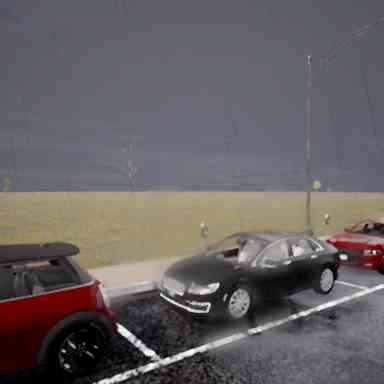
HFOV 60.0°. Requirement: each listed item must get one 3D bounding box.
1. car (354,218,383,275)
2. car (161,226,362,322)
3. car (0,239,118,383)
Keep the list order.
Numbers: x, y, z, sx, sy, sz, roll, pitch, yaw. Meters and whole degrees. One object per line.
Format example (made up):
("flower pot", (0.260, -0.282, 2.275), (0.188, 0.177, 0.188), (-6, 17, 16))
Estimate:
("car", (5.931, 1.512, 10.326), (4.507, 1.381, 1.887), (0, 1, -36))
("car", (1.426, 1.535, 7.109), (4.403, 1.369, 2.008), (0, 1, -36))
("car", (-3.079, 1.441, 3.890), (4.097, 1.590, 1.967), (0, 1, -36))
